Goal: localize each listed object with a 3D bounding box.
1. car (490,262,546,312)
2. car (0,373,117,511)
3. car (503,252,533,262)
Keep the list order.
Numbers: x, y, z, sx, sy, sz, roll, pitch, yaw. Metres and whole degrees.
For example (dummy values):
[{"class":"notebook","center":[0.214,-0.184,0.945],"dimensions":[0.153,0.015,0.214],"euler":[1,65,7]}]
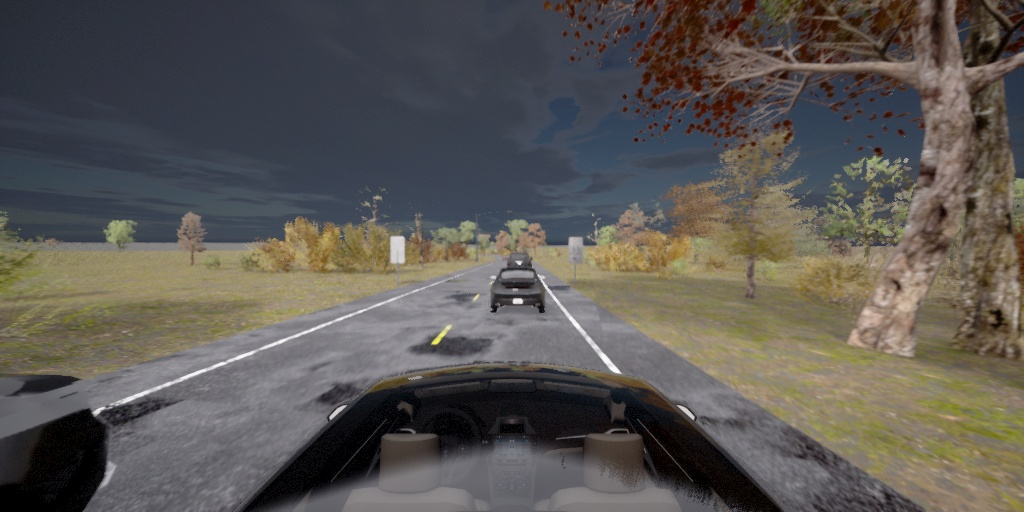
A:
[{"class":"car","center":[0.221,1.148,13.558],"dimensions":[1.837,1.490,4.892],"euler":[0,0,1]},{"class":"car","center":[-3.592,1.252,0.283],"dimensions":[2.128,1.511,4.902],"euler":[0,0,0]},{"class":"car","center":[0.666,0.707,31.957],"dimensions":[2.150,2.045,5.566],"euler":[0,0,2]}]
